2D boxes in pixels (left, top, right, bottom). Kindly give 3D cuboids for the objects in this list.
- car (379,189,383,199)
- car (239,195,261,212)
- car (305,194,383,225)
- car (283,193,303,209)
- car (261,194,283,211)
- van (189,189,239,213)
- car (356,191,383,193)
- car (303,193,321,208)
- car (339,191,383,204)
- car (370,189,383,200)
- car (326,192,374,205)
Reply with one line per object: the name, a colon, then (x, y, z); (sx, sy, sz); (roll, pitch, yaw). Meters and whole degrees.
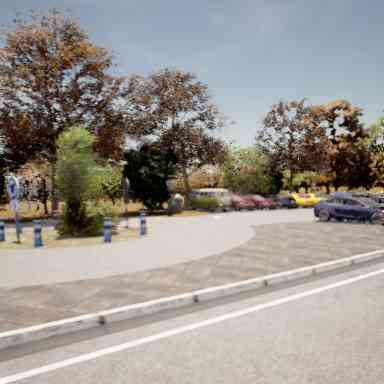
car: (31.151, 0.307, 49.829); (2.097, 1.535, 5.008); (-3, 2, -35)
car: (3.742, 1.002, 30.646); (2.002, 1.452, 4.674); (0, 0, -35)
car: (9.137, 1.003, 18.418); (2.163, 1.488, 4.792); (0, 0, -35)
car: (8.395, 0.976, 33.934); (2.163, 1.488, 4.792); (0, 0, -35)
car: (6.024, 0.998, 32.243); (2.002, 1.452, 4.674); (0, 0, -35)
van: (1.626, 0.742, 29.007); (1.878, 1.987, 4.442); (0, 1, -35)
car: (13.666, 0.840, 21.661); (2.185, 1.767, 4.553); (0, 0, -35)
car: (10.593, 0.923, 35.663); (1.946, 1.575, 5.366); (-1, 0, -35)
car: (22.130, 0.671, 43.503); (2.231, 1.521, 4.892); (-2, 1, -35)
car: (28.977, 0.409, 48.075); (1.946, 1.575, 5.366); (-2, 1, -35)
car: (19.740, 0.744, 41.831); (2.097, 1.535, 5.008); (-2, 1, -35)
